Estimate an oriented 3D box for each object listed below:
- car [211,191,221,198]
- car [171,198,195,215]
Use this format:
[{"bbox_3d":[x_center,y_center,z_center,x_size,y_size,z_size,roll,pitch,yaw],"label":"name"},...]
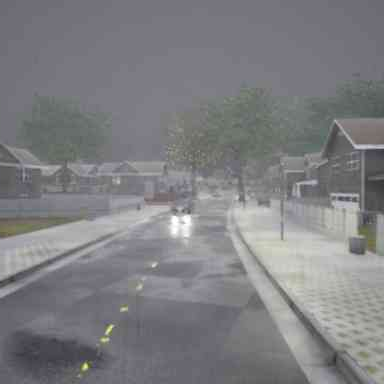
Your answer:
[{"bbox_3d":[6.052,0.620,83.614,2.097,1.767,4.553,0,1,8],"label":"car"},{"bbox_3d":[-0.800,1.350,32.257,2.128,1.511,4.902,0,0,7],"label":"car"}]
